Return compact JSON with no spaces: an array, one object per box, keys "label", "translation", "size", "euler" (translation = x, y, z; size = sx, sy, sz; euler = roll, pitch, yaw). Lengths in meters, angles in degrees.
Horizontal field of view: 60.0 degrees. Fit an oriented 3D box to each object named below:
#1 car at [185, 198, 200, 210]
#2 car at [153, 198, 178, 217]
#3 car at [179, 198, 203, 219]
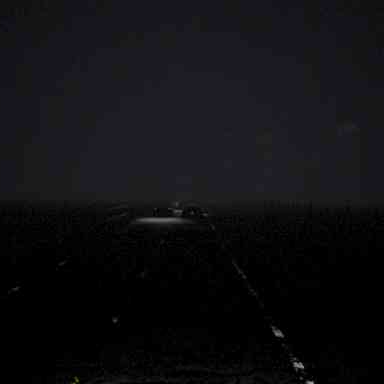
[{"label":"car","translation":[0.074,1.615,44.992],"size":[1.837,1.490,4.892],"euler":[0,0,0]},{"label":"car","translation":[-2.740,1.556,32.854],"size":[1.882,1.535,5.008],"euler":[0,0,0]},{"label":"car","translation":[0.026,1.598,30.332],"size":[1.812,1.442,4.674],"euler":[0,0,0]}]
